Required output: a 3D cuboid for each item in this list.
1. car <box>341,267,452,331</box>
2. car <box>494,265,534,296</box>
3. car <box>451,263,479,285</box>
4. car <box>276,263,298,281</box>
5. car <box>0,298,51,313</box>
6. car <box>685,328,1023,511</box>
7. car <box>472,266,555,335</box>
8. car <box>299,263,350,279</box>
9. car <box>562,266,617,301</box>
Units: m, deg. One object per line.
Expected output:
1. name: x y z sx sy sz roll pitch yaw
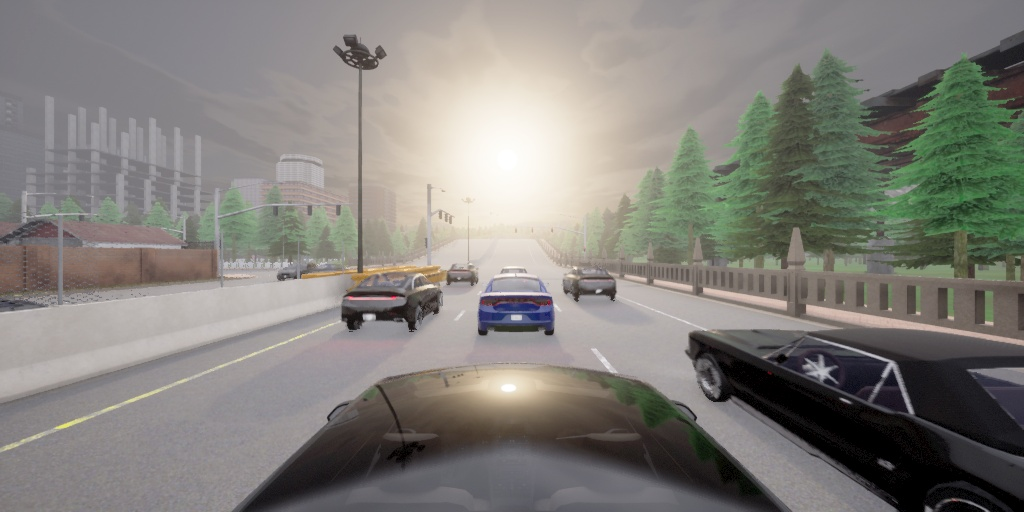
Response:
1. car: -3.398 1.241 10.970 2.128 1.511 4.902 0 0 0
2. car: 0.106 1.297 20.568 2.033 1.411 5.357 0 0 0
3. car: -3.425 1.240 25.407 2.128 1.511 4.902 0 0 -1
4. car: -17.505 1.314 29.889 1.837 1.490 4.892 0 0 -3
5. car: -10.598 1.314 5.944 1.994 1.385 4.181 0 0 0
6. car: 3.599 1.351 3.415 1.895 1.301 4.718 0 0 0
7. car: 0.100 1.228 10.497 1.882 1.535 5.008 0 0 0
8. car: -14.018 1.314 27.551 1.994 1.385 4.181 0 0 1
9. car: 3.606 1.242 17.311 2.128 1.511 4.902 0 0 0
